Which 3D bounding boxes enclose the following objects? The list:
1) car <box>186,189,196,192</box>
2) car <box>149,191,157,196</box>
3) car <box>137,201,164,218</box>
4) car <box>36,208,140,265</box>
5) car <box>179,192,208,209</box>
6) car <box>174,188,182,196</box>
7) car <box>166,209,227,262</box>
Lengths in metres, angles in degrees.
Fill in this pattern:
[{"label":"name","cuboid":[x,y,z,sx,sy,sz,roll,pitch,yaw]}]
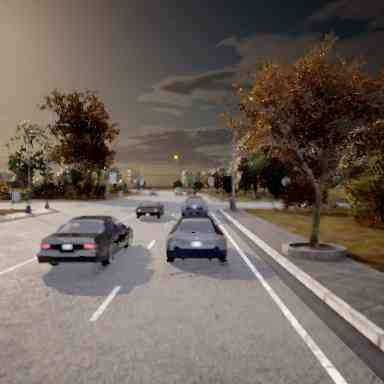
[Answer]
[{"label":"car","cuboid":[-0.115,0.024,94.628,2.150,2.045,5.566,0,1,-4]},{"label":"car","cuboid":[-10.390,0.467,88.509,1.994,1.385,4.181,0,1,-2]},{"label":"car","cuboid":[-3.309,1.392,27.053,1.895,1.301,4.718,0,1,0]},{"label":"car","cuboid":[-3.359,1.511,11.480,2.033,1.411,5.357,0,0,0]},{"label":"car","cuboid":[0.199,1.143,27.382,2.097,1.767,4.553,0,1,0]},{"label":"car","cuboid":[-3.612,0.351,94.503,1.994,1.385,4.181,0,1,-4]},{"label":"car","cuboid":[0.146,1.528,12.068,1.994,1.385,4.181,0,1,0]}]
